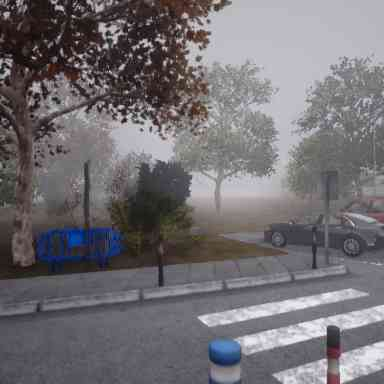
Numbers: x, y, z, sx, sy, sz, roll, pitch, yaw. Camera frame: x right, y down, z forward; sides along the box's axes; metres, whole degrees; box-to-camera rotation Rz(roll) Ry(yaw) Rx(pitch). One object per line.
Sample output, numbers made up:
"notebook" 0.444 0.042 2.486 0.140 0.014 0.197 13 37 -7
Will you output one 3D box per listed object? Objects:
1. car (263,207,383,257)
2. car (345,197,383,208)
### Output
"car" 5.133 1.487 13.032 2.231 1.521 4.892 0 -1 -45
"car" 7.818 1.235 14.279 2.435 2.045 5.566 0 -1 -44
